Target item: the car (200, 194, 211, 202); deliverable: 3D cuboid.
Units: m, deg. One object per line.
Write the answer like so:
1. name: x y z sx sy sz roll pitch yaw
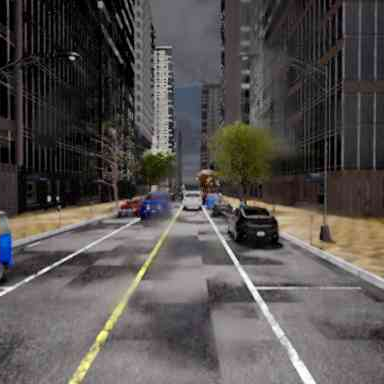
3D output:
1. car: 2.568 1.199 63.209 1.887 1.381 4.507 -1 0 0

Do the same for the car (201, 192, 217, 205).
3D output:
1. car: 2.562 1.029 51.911 2.192 1.841 5.009 -1 0 0

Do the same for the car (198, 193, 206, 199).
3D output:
1. car: 2.572 0.975 85.804 1.967 1.590 4.097 -1 0 0

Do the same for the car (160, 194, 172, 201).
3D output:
1. car: -5.310 1.175 68.828 2.008 1.369 4.403 -1 0 0

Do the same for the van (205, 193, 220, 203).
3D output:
1. van: 2.560 1.115 40.614 1.690 1.788 3.998 -1 0 0

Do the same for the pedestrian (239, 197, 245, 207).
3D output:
1. pedestrian: 2.754 1.188 18.637 0.375 1.860 0.375 -1 1 0

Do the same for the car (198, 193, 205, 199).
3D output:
1. car: 2.575 1.050 91.452 1.887 1.381 4.507 -1 0 0

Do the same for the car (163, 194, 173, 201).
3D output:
1. car: -5.309 1.177 74.477 1.802 1.307 4.206 -1 0 0

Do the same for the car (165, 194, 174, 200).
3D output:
1. car: -5.308 1.110 80.125 1.887 1.381 4.507 -1 0 0

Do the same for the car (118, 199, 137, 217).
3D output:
1. car: -5.319 1.418 29.289 1.802 1.307 4.206 -1 0 0

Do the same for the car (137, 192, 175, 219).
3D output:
1. car: -2.843 1.067 27.410 2.150 2.045 5.566 0 0 0

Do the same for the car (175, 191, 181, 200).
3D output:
1. car: -2.736 0.892 68.006 2.150 2.045 5.566 0 1 0

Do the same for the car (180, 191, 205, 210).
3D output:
1. car: 0.080 1.006 38.664 2.150 2.045 5.566 0 0 0

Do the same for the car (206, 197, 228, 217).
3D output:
1. car: 2.561 1.386 29.318 2.008 1.369 4.403 -1 0 0

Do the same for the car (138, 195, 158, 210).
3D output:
1. car: -5.318 1.215 40.586 1.967 1.590 4.097 -1 0 0

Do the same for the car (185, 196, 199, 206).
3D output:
1. car: 0.011 1.277 49.025 2.033 1.411 5.357 0 0 0

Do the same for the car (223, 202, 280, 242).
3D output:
1. car: 2.753 1.416 15.704 1.837 1.490 4.892 0 0 0

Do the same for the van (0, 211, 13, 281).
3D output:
1. van: -5.328 1.303 6.693 1.690 1.788 3.998 -1 0 0

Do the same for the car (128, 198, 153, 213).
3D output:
1. car: -5.321 1.350 34.938 1.887 1.381 4.507 -1 0 0
